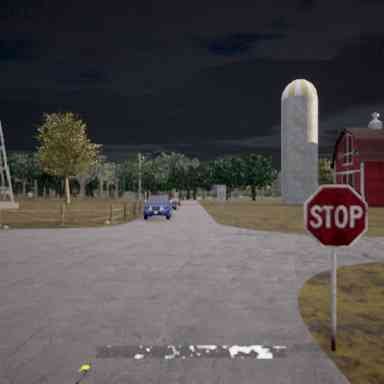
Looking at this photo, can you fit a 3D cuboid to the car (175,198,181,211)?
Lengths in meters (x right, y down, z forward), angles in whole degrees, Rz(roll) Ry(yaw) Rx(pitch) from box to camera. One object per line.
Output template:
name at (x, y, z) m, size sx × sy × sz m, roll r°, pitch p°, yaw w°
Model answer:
car at (-2.950, 1.698, 44.287) m, size 2.033 × 1.411 × 5.357 m, roll 0°, pitch 0°, yaw 0°

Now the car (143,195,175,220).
car at (-2.916, 1.296, 29.392) m, size 2.150 × 2.045 × 5.566 m, roll 0°, pitch 0°, yaw 0°

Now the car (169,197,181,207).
car at (-2.957, 1.736, 58.132) m, size 1.882 × 1.535 × 5.008 m, roll 0°, pitch -1°, yaw 0°
